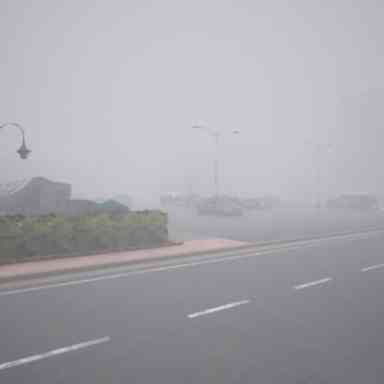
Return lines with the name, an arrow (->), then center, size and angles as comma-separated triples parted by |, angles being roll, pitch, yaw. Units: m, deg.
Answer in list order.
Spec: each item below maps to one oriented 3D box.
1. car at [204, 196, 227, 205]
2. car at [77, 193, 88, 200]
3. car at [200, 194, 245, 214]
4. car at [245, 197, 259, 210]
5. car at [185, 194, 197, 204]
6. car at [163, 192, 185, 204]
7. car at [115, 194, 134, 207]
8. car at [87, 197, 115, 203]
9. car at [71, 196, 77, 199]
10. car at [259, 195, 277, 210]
car -> 3.890, 1.388, 56.221 | 1.970, 1.475, 3.806 | 0, 0, -35
car -> -19.975, 1.180, 60.749 | 1.905, 1.878, 3.866 | 0, 0, -35
car -> 3.322, 1.166, 37.300 | 1.932, 1.855, 4.605 | 0, 0, -35
car -> 5.488, 1.372, 38.885 | 1.784, 1.438, 3.905 | 0, 0, -35
car -> -1.544, 1.136, 73.686 | 1.932, 1.855, 4.605 | 0, 0, -35
car -> -3.943, 1.144, 72.066 | 1.905, 1.878, 3.866 | 0, 0, -35
car -> -9.882, 1.177, 46.428 | 1.932, 1.855, 4.605 | 0, 0, -35
car -> -12.288, 1.392, 44.815 | 1.784, 1.438, 3.905 | 0, 0, -35
car -> -22.350, 1.424, 59.093 | 1.970, 1.475, 3.806 | 0, 0, -35
car -> 7.857, 1.398, 40.549 | 1.970, 1.475, 3.806 | 0, 0, -35
